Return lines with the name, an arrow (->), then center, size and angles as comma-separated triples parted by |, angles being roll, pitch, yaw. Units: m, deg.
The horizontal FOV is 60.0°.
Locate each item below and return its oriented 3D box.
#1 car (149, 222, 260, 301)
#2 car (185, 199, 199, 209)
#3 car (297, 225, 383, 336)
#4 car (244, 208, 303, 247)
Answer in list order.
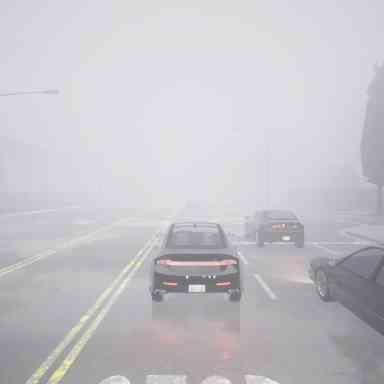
car -> 0.082, 1.492, 8.302 | 2.128, 1.511, 4.902 | 0, 0, 0
car -> 0.005, 1.601, 44.120 | 1.895, 1.301, 4.718 | 0, 0, 0
car -> 3.589, 1.547, 5.256 | 2.033, 1.411, 5.357 | 0, 0, 0
car -> 3.566, 1.505, 15.002 | 1.837, 1.490, 4.892 | 0, 0, 0
